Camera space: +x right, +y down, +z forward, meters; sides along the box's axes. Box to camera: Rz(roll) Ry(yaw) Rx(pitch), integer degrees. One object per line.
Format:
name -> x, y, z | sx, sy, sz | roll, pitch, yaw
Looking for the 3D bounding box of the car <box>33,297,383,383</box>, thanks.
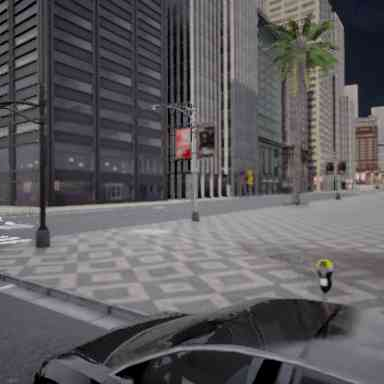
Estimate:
car -> 0.570, 1.570, 2.563 | 4.313, 1.339, 1.947 | 0, 0, 36
